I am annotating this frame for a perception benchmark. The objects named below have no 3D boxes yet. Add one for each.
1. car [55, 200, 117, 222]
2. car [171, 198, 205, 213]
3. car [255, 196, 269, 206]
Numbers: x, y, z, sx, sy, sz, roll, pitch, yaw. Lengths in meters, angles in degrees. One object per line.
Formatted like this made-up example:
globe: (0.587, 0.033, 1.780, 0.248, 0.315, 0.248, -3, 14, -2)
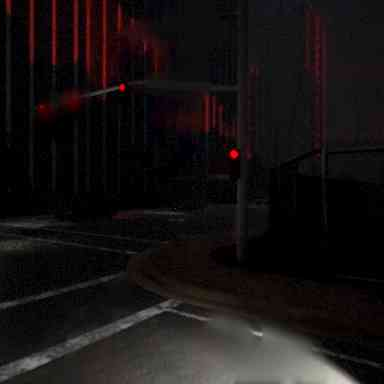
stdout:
car: (-8.136, 1.396, 25.920, 1.882, 1.535, 5.008, 0, 0, 36)
car: (-0.362, 1.419, 36.809, 1.837, 1.490, 4.892, 0, 1, 36)
car: (11.861, 1.398, 53.773, 1.882, 1.535, 5.008, 0, 0, 36)
